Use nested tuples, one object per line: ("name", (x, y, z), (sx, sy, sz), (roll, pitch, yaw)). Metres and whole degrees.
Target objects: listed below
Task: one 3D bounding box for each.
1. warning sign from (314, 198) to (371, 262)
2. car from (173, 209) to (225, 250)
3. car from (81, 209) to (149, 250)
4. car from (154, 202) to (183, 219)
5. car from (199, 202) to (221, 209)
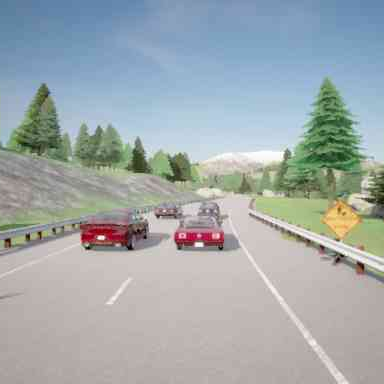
("warning sign", (4.589, 1.115, 10.257), (1.300, 1.860, 1.060), (0, 0, 2))
("car", (0.377, 1.617, 14.219), (1.895, 1.301, 4.718), (0, 0, 3))
("car", (-3.120, 1.485, 14.370), (1.882, 1.535, 5.008), (0, 0, 3))
("car", (-1.962, 1.564, 29.231), (2.033, 1.411, 5.357), (0, 0, 6))
("car", (1.519, 1.564, 28.868), (2.033, 1.411, 5.357), (0, 0, 6))
